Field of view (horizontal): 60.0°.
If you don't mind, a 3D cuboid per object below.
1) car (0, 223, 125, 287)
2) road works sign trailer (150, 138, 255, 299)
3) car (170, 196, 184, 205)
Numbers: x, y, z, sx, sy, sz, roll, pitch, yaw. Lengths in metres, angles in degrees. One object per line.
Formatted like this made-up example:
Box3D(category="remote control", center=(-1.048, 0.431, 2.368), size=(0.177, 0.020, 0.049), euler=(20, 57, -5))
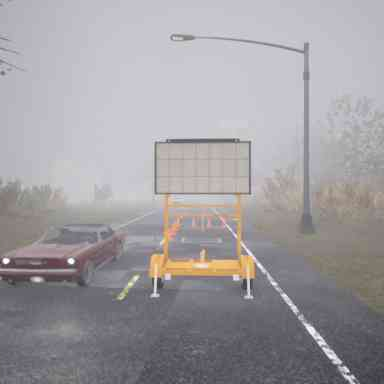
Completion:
Box3D(category="car", center=(-3.309, 1.597, 9.428), size=(1.895, 1.301, 4.718), euler=(0, 0, 1))
Box3D(category="road works sign trailer", center=(0.273, 0.461, 8.470), size=(2.380, 3.560, 2.880), euler=(0, 0, 3))
Box3D(category="car", center=(-2.370, 1.451, 52.903), size=(1.882, 1.535, 5.008), euler=(0, 0, 1))
